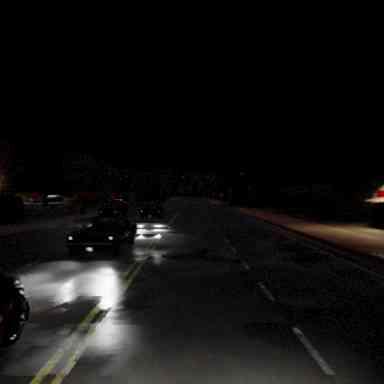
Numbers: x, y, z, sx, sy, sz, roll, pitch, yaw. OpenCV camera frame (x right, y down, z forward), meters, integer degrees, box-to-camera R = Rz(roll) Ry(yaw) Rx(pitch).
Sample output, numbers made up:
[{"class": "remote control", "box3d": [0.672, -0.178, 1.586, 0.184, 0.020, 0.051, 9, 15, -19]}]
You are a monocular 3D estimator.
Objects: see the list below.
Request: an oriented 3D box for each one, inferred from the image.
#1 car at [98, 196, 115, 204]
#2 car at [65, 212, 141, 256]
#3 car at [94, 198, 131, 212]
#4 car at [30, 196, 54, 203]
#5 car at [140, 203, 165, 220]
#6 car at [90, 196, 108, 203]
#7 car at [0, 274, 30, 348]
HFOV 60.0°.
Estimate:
[{"class": "car", "box3d": [-21.547, 2.014, 83.890, 3.866, 1.878, 1.905, 0, -1, 0]}, {"class": "car", "box3d": [-3.611, 1.745, 13.995, 1.895, 1.301, 4.718, 0, -1, 0]}, {"class": "car", "box3d": [-7.049, 1.594, 30.288, 1.882, 1.535, 5.008, 0, -1, 0]}, {"class": "car", "box3d": [-39.017, 2.285, 86.576, 3.806, 1.475, 1.970, 0, -1, 0]}, {"class": "car", "box3d": [-3.549, 1.710, 30.262, 1.895, 1.301, 4.718, 0, -1, 0]}, {"class": "car", "box3d": [-21.599, 1.982, 80.995, 4.605, 1.855, 1.932, 0, -1, 0]}, {"class": "car", "box3d": [-3.602, 1.604, 3.655, 1.994, 1.385, 4.181, 0, -1, 0]}]
